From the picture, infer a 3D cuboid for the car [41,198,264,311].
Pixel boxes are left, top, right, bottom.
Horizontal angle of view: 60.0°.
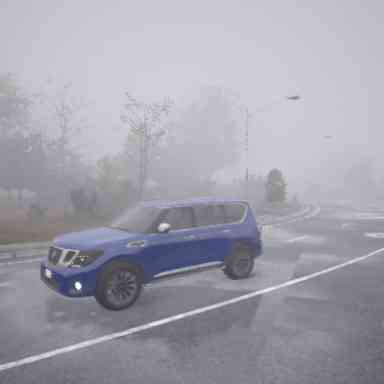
[{"bbox_3d":[-0.613,1.188,8.140,5.566,2.045,2.150,-1,0,-39],"label":"car"}]
